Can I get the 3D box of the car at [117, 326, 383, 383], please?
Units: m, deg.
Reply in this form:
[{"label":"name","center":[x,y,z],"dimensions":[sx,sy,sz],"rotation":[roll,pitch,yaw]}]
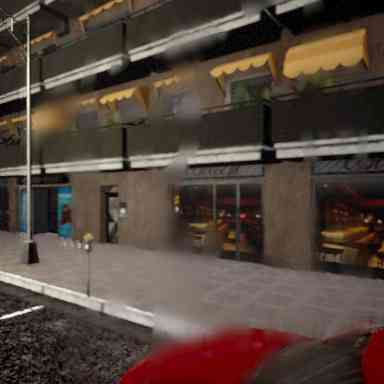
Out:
[{"label":"car","center":[1.439,1.540,1.857],"dimensions":[4.507,1.381,1.887],"rotation":[0,0,35]}]
